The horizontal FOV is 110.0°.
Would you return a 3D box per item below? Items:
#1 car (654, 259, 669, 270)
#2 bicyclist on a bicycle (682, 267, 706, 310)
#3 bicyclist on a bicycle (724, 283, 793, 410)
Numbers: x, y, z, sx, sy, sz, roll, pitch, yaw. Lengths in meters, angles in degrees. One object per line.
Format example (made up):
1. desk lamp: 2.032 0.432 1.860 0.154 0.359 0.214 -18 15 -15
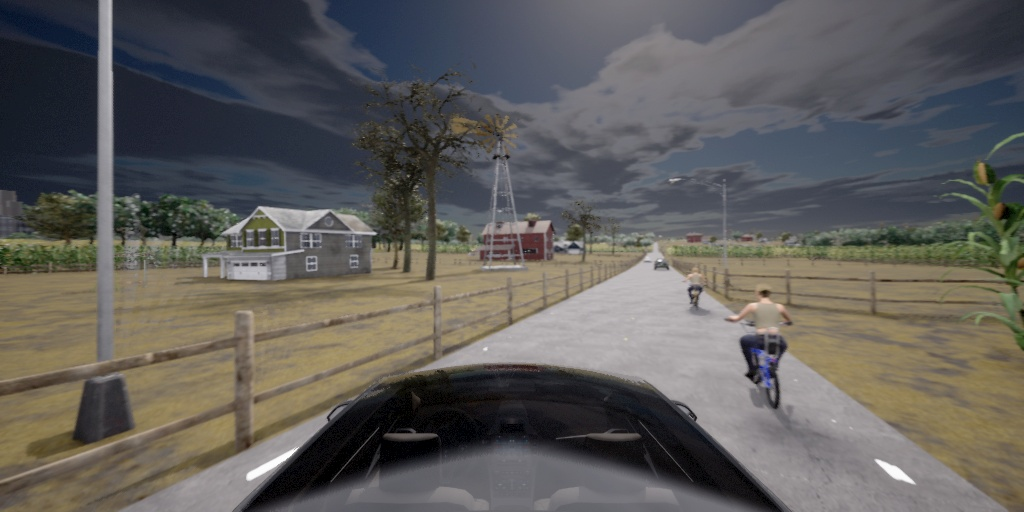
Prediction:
1. car: 22.924 1.186 55.047 2.097 1.767 4.553 -1 0 22
2. bicyclist on a bicycle: 7.043 1.221 13.788 0.866 1.612 1.509 -1 0 22
3. bicyclist on a bicycle: 3.574 1.185 5.130 0.866 1.612 1.509 0 0 22
